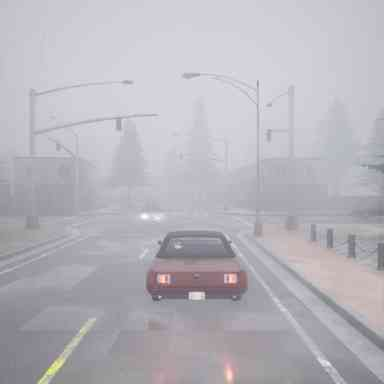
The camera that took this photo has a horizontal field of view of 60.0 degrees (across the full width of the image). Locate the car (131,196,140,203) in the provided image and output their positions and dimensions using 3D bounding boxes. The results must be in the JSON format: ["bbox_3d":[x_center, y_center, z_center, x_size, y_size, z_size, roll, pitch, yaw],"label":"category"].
[{"bbox_3d":[-11.913,1.525,67.248,1.994,1.385,4.181,0,0,-26],"label":"car"}]

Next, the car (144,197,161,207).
[{"bbox_3d":[-6.349,1.512,52.639,2.033,1.411,5.357,0,0,-14],"label":"car"}]

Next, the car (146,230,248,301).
[{"bbox_3d":[0.071,1.601,8.268,1.895,1.301,4.718,0,0,-1],"label":"car"}]

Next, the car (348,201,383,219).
[{"bbox_3d":[15.761,1.475,27.933,4.902,1.511,2.128,0,0,2],"label":"car"}]

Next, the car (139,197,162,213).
[{"bbox_3d":[-4.365,1.566,36.916,1.895,1.301,4.718,0,0,-3],"label":"car"}]
